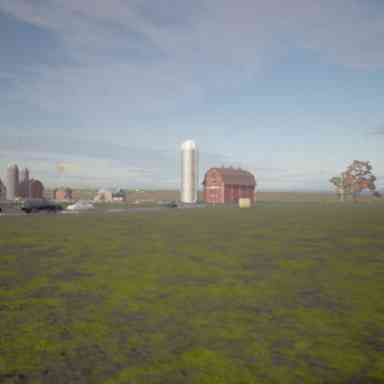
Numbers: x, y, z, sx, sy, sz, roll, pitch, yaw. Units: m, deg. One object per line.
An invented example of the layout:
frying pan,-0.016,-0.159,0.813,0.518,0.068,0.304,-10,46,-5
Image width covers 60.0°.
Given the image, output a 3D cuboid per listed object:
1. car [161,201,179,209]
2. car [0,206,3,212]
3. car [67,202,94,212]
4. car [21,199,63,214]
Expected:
car,-4.598,2.772,70.506,1.837,1.490,4.892,0,-1,28
car,-27.616,2.199,43.621,1.882,1.535,5.008,0,-1,37
car,-18.642,2.472,55.712,1.812,1.442,4.674,0,0,37
car,-21.266,2.053,47.255,2.150,2.045,5.566,0,-1,37
